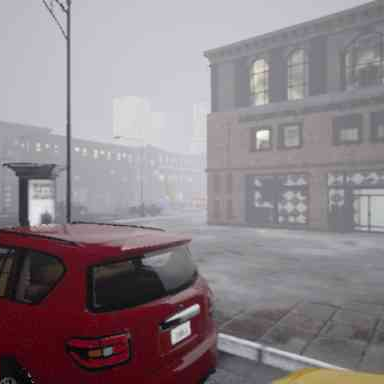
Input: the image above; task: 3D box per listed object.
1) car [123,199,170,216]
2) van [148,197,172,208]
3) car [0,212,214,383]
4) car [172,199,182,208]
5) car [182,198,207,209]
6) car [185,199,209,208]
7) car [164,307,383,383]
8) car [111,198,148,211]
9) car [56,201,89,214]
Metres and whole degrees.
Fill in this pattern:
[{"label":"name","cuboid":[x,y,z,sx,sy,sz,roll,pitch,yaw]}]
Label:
[{"label":"car","cuboid":[-4.728,1.772,35.061,1.887,1.381,4.507,-1,-1,35]},{"label":"van","cuboid":[-5.278,1.656,48.951,1.690,1.788,3.998,-1,-1,35]},{"label":"car","cuboid":[-2.043,1.332,4.331,5.009,1.841,2.192,0,0,35]},{"label":"car","cuboid":[-2.100,1.894,53.471,2.008,1.369,4.403,-1,-1,35]},{"label":"car","cuboid":[0.941,1.692,53.200,2.097,1.767,4.553,0,0,36]},{"label":"car","cuboid":[0.978,1.897,57.854,1.752,1.417,4.829,-1,-1,35]},{"label":"car","cuboid":[2.330,1.520,1.213,4.829,1.417,1.752,0,0,35]},{"label":"car","cuboid":[-8.551,1.812,44.289,1.752,1.417,4.829,-1,-1,35]},{"label":"car","cuboid":[-12.824,1.728,33.695,1.837,1.490,4.892,0,0,35]}]
